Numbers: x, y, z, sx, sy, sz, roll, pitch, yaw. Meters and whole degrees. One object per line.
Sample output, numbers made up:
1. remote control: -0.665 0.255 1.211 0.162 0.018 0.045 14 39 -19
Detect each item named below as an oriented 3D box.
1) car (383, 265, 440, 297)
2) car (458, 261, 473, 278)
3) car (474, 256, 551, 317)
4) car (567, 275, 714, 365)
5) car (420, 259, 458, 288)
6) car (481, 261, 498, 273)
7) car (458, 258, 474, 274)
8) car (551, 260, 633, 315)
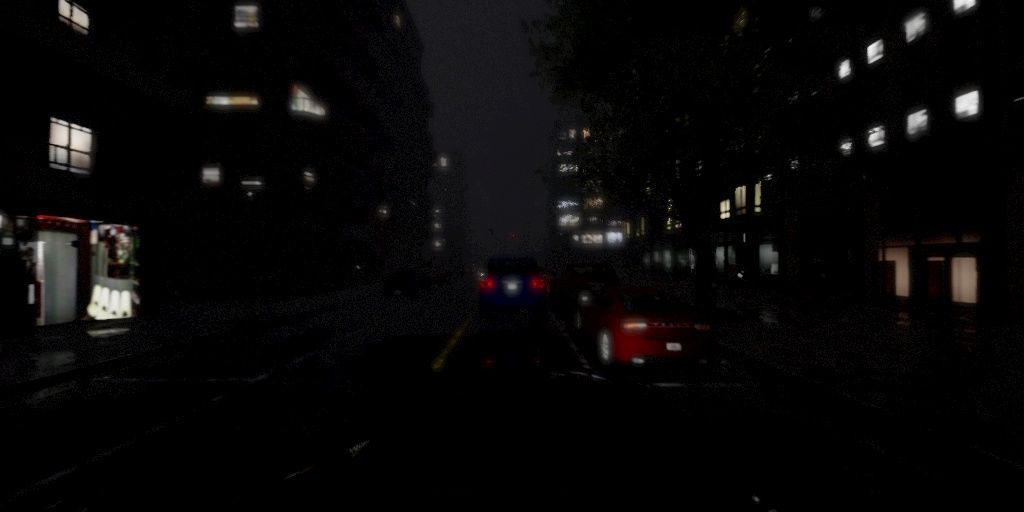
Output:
1. car: -5.455 1.367 19.302 1.948 1.339 4.313 0 0 0
2. car: -5.458 1.420 36.241 1.948 1.339 4.313 0 0 0
3. car: 0.032 1.007 13.455 2.150 2.045 5.566 0 0 0
4. car: 2.566 1.313 7.928 1.888 1.381 4.507 0 0 0
5. car: -5.456 1.133 24.949 2.192 1.841 5.009 0 0 0
6. car: -2.803 1.394 46.044 1.837 1.490 4.892 0 -1 1
7. car: -5.459 1.188 41.888 2.192 1.841 5.009 0 0 0
8. car: 2.599 1.099 13.580 2.192 1.841 5.009 0 0 0
